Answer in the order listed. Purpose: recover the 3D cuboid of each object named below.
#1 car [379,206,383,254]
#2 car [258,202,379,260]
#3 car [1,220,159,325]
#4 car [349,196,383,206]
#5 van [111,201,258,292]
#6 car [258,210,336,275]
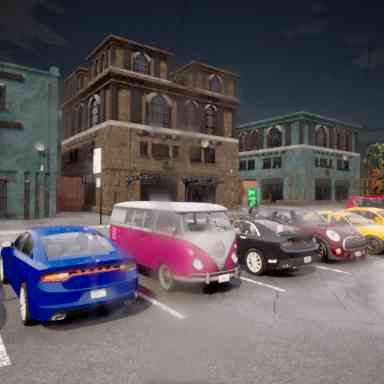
[{"bbox_3d":[6.224,1.478,13.677,1.946,1.575,5.366,0,0,-36],"label":"car"},{"bbox_3d":[3.935,1.356,12.307,2.185,1.767,4.553,0,0,-36],"label":"car"},{"bbox_3d":[-2.937,1.480,7.346,2.097,1.535,5.008,0,0,-36],"label":"car"},{"bbox_3d":[10.660,1.229,17.043,2.435,2.045,5.566,0,0,-36],"label":"car"},{"bbox_3d":[-0.608,1.256,8.875,1.878,1.987,4.442,0,0,-36],"label":"van"},{"bbox_3d":[1.592,1.483,10.584,2.231,1.521,4.892,0,0,-36],"label":"car"}]
